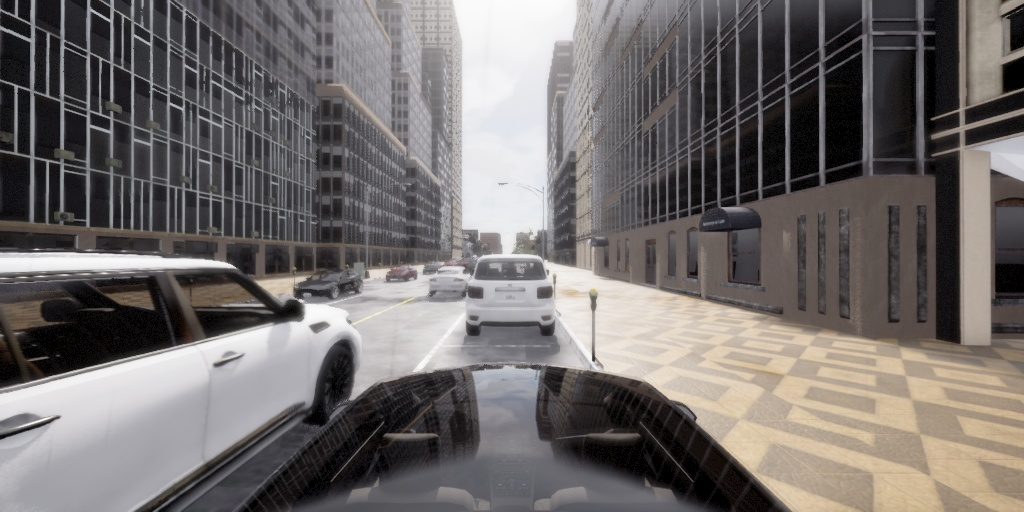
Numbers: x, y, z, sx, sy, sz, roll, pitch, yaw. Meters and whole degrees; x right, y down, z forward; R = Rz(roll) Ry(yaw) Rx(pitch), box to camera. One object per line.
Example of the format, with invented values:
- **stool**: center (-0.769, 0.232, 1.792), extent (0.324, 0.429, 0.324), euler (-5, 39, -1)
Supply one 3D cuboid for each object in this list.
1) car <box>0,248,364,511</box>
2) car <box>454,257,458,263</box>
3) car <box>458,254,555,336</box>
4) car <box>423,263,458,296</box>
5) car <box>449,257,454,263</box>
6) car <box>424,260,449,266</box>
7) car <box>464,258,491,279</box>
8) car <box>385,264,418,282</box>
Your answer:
- **car**: center (-3.146, 0.974, 2.564), extent (2.150, 2.045, 5.566), euler (0, 0, 0)
- **car**: center (-6.170, 1.081, 48.762), extent (2.097, 1.767, 4.553), euler (0, 0, 1)
- **car**: center (-0.039, 0.977, 10.529), extent (2.150, 2.045, 5.566), euler (0, 0, 0)
- **car**: center (-3.118, 1.272, 19.017), extent (1.812, 1.442, 4.674), euler (0, 0, 1)
- **car**: center (-8.836, 1.273, 51.803), extent (1.888, 1.381, 4.507), euler (0, 0, 0)
- **car**: center (-8.836, 1.286, 40.419), extent (2.007, 1.370, 4.403), euler (0, 0, 0)
- **car**: center (-3.123, 1.091, 33.550), extent (2.097, 1.767, 4.553), euler (0, 0, 0)
- **car**: center (-8.835, 1.325, 29.033), extent (1.802, 1.307, 4.207), euler (0, 0, 0)
